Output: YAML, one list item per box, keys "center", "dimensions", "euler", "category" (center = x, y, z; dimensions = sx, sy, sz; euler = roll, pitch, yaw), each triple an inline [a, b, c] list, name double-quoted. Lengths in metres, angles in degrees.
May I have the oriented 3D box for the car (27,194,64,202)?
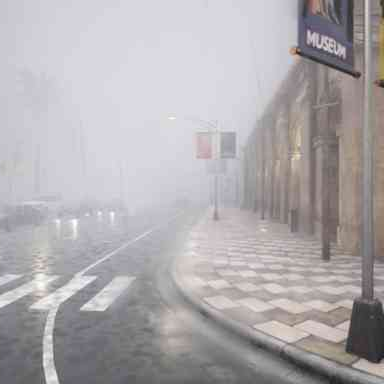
- center: [-13.888, 1.217, 31.258]
  dimensions: [2.150, 2.045, 5.566]
  euler: [0, 0, 5]
  category: "car"

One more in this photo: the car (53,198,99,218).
- center: [-10.453, 1.521, 30.244]
  dimensions: [1.812, 1.442, 4.674]
  euler: [0, 0, 5]
  category: "car"

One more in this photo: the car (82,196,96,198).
- center: [-13.043, 1.346, 41.548]
  dimensions: [2.097, 1.767, 4.553]
  euler: [0, 0, 5]
  category: "car"

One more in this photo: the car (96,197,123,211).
- center: [-9.649, 1.520, 40.100]
  dimensions: [1.812, 1.442, 4.674]
  euler: [0, 0, 5]
  category: "car"

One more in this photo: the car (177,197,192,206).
- center: [-1.215, 1.580, 54.438]
  dimensions: [1.837, 1.490, 4.892]
  euler: [-1, 0, 10]
  category: "car"

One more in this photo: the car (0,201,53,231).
- center: [-11.156, 1.544, 20.842]
  dimensions: [2.033, 1.411, 5.357]
  euler: [0, 0, 4]
  category: "car"
